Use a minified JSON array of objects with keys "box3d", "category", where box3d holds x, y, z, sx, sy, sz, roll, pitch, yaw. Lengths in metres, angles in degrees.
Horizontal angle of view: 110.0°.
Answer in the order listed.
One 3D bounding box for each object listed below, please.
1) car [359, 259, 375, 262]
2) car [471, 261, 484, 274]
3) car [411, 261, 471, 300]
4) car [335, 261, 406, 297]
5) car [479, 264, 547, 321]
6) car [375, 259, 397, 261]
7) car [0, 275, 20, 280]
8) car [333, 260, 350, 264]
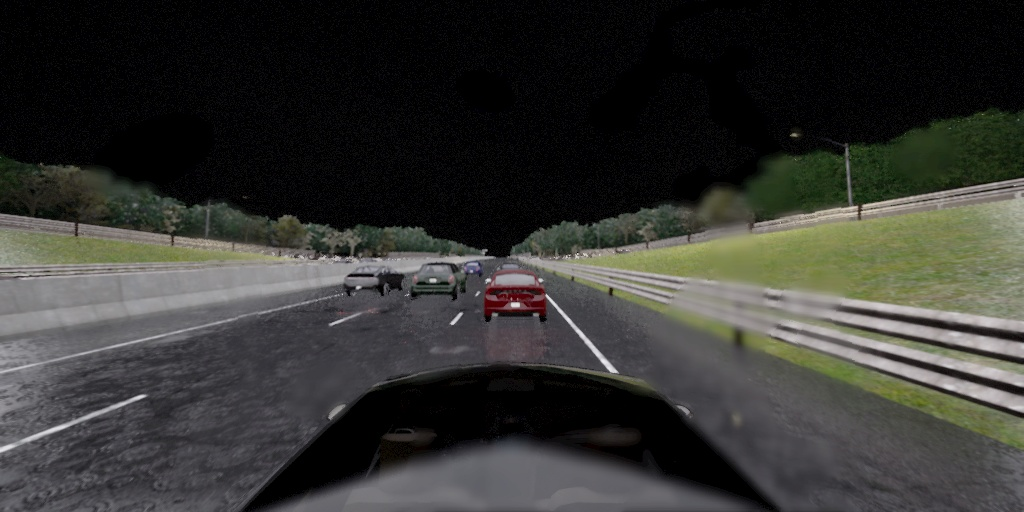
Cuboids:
[{"box3d":[-21.942,1.161,54.562,2.128,1.511,4.902,0,0,-1],"category":"car"},{"box3d":[-3.828,1.240,35.606,1.812,1.442,4.674,0,0,-1],"category":"car"},{"box3d":[-3.463,1.088,17.753,2.097,1.767,4.553,0,0,-1],"category":"car"},{"box3d":[-6.975,1.226,18.667,2.128,1.511,4.902,0,0,-1],"category":"car"},{"box3d":[0.087,1.217,12.511,1.882,1.535,5.008,0,0,0],"category":"car"},{"box3d":[-18.433,1.220,54.333,2.033,1.411,5.357,0,0,-1],"category":"car"},{"box3d":[-17.630,1.267,10.989,1.812,1.442,4.674,0,0,0],"category":"car"},{"box3d":[-25.432,1.233,54.244,1.994,1.385,4.181,0,0,-1],"category":"car"}]
